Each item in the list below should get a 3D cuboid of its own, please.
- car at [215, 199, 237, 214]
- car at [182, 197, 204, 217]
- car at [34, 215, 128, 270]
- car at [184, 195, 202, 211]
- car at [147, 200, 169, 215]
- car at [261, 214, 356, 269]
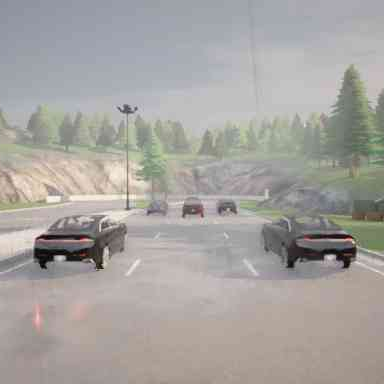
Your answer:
[{"bbox_3d":[3.598,1.501,35.382,1.837,1.490,4.892,0,-1,0],"label":"car"},{"bbox_3d":[0.086,1.478,31.771,1.882,1.535,5.008,0,0,0],"label":"car"},{"bbox_3d":[-3.400,1.491,11.006,2.128,1.511,4.902,0,0,0],"label":"car"},{"bbox_3d":[0.127,1.353,41.998,2.097,1.767,4.553,0,0,1],"label":"car"},{"bbox_3d":[-3.401,1.547,33.609,2.033,1.411,5.357,0,0,0],"label":"car"},{"bbox_3d":[3.600,1.491,11.086,2.128,1.511,4.902,0,0,0],"label":"car"}]
